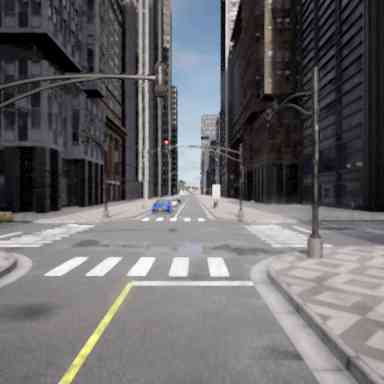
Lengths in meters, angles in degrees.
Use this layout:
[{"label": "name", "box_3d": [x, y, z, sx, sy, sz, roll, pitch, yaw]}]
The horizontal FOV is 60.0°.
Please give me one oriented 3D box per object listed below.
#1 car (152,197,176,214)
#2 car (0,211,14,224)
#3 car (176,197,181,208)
[{"label": "car", "box_3d": [-3.100, 1.490, 35.294, 1.882, 1.535, 5.008, 0, 0, 1]}, {"label": "car", "box_3d": [-15.021, 1.579, 23.076, 4.829, 1.417, 1.752, 0, 0, 0]}, {"label": "car", "box_3d": [-3.085, 1.621, 48.972, 1.895, 1.301, 4.718, 0, 0, 0]}]
